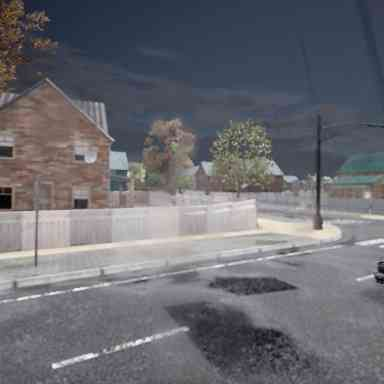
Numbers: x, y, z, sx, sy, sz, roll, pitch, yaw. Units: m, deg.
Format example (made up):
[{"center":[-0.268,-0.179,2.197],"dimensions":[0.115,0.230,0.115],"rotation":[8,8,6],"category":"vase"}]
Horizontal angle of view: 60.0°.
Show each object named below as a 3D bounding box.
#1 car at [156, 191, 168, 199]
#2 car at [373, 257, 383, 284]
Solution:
[{"center":[-5.873,0.600,61.883],"dimensions":[1.812,1.442,4.674],"rotation":[1,1,-20],"category":"car"},{"center":[6.674,1.542,8.152],"dimensions":[5.357,1.411,2.033],"rotation":[0,0,-34],"category":"car"}]
